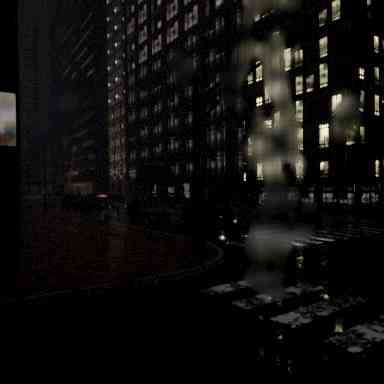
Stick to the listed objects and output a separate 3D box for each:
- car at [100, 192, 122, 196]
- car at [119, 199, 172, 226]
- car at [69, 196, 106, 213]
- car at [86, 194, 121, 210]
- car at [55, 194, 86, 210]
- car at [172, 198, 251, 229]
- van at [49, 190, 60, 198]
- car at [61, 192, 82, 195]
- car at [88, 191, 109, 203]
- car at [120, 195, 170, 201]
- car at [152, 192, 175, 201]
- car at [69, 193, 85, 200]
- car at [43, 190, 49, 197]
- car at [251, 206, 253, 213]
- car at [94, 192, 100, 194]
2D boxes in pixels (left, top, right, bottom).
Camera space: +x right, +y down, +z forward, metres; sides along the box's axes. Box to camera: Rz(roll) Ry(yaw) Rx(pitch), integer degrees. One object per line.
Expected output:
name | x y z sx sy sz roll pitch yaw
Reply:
car | -12.007 1.009 51.033 1.837 1.490 4.892 -1 1 -35
car | -2.930 1.455 22.371 2.008 1.369 4.403 -1 1 -35
car | -10.562 1.354 33.390 1.947 1.339 4.313 -1 1 -35
car | -10.035 1.246 37.189 1.812 1.442 4.674 -1 1 -35
car | -13.766 1.289 38.034 2.008 1.369 4.403 -1 1 -35
car | 1.085 1.382 21.034 2.128 1.511 4.902 -1 1 -34
van | -32.510 0.531 79.974 1.690 1.788 3.998 -1 1 -35
car | -16.581 1.117 46.772 1.837 1.490 4.892 -1 2 -34
car | -15.992 0.795 56.750 2.097 1.767 4.553 -1 1 -35
car | -4.185 1.315 28.689 1.837 1.490 4.892 -1 1 -35
car | -3.688 0.963 38.177 2.192 1.841 5.009 -1 1 -35
car | -22.903 0.889 66.045 1.887 1.381 4.507 -1 1 -35
car | -35.712 0.688 84.621 2.008 1.369 4.403 -1 1 -35
car | 3.064 1.278 28.322 1.752 1.417 4.829 -1 1 -35
car | -16.187 1.076 51.743 2.033 1.411 5.357 -1 1 -34
